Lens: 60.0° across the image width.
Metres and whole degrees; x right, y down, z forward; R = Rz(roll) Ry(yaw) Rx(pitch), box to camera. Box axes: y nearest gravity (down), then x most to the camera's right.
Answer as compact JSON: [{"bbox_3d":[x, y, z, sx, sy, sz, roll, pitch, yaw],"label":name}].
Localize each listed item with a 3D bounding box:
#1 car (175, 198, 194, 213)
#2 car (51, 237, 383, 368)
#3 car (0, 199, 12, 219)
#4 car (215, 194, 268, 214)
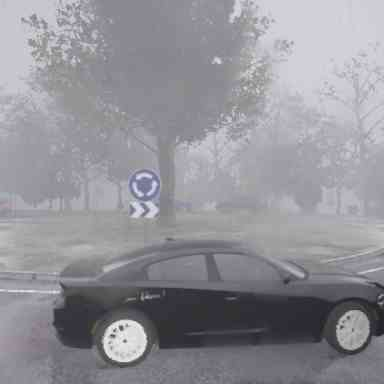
[{"bbox_3d":[-2.329,1.481,37.099,5.008,1.535,1.882,0,0,2],"label":"car"},{"bbox_3d":[0.480,1.478,5.281,5.008,1.535,1.882,0,0,-6],"label":"car"},{"bbox_3d":[-17.022,1.352,26.755,2.097,1.767,4.553,0,0,25],"label":"car"},{"bbox_3d":[5.302,1.216,35.436,5.566,2.045,2.150,0,0,26],"label":"car"}]
